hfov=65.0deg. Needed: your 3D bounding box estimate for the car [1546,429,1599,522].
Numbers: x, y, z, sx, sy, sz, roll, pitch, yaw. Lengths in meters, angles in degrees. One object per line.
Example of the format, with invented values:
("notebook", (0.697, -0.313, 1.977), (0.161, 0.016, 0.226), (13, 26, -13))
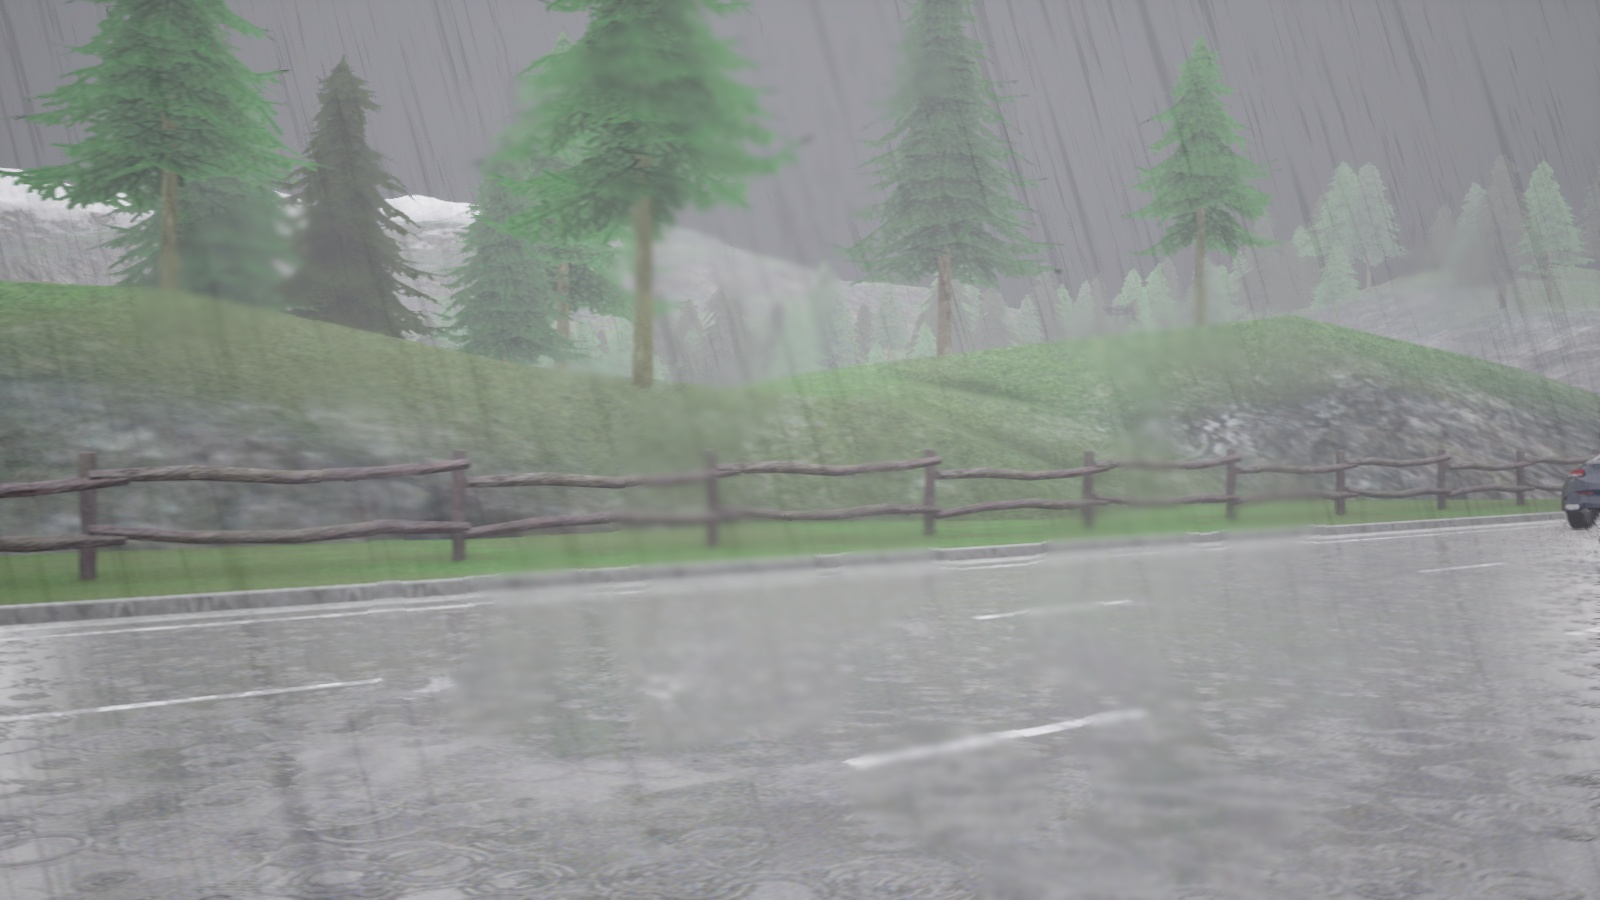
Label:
("car", (16.373, 0.443, 23.588), (5.027, 1.651, 2.152), (0, 0, -35))
